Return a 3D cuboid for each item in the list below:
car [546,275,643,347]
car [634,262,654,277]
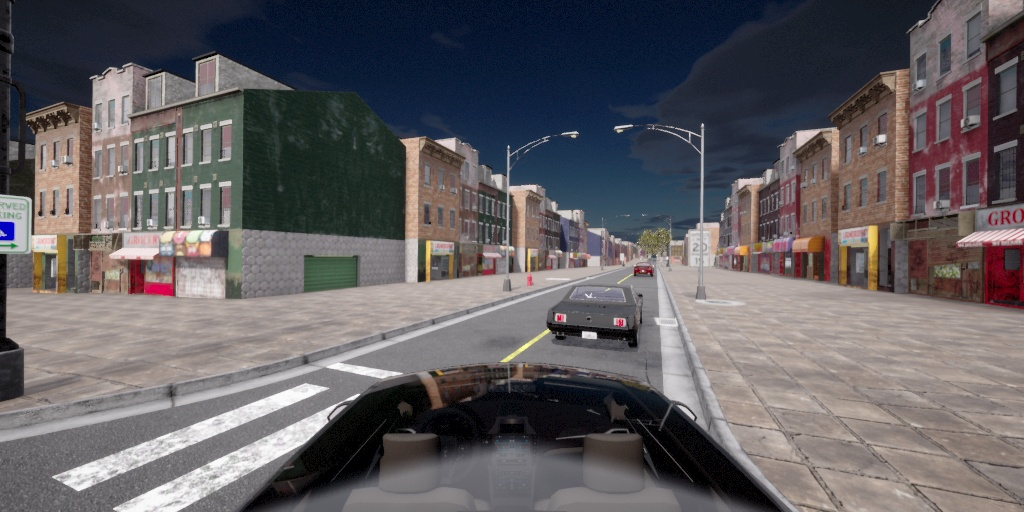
[{"bbox_3d":[2.431,1.345,9.442,1.895,1.301,4.718,1,0,22],"label":"car"},{"bbox_3d":[14.299,1.394,38.842,1.882,1.535,5.008,1,0,22],"label":"car"}]
